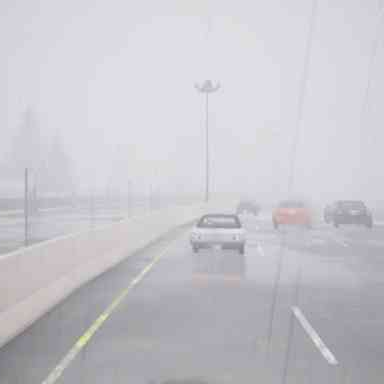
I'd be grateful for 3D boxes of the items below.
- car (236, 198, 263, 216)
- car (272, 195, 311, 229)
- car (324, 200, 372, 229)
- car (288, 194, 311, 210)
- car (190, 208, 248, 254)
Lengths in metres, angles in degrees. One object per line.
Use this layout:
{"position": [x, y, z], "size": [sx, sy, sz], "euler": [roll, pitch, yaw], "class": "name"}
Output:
{"position": [5.300, 1.363, 30.652], "size": [1.837, 1.490, 4.892], "euler": [0, 0, 18], "class": "car"}
{"position": [6.215, 1.255, 21.144], "size": [2.097, 1.767, 4.553], "euler": [0, 0, 12], "class": "car"}
{"position": [9.850, 1.256, 21.319], "size": [2.097, 1.767, 4.553], "euler": [0, 0, 13], "class": "car"}
{"position": [13.078, 1.172, 40.346], "size": [2.097, 1.767, 4.553], "euler": [0, 1, 26], "class": "car"}
{"position": [1.141, 1.538, 13.315], "size": [1.895, 1.301, 4.718], "euler": [0, 0, 8], "class": "car"}
